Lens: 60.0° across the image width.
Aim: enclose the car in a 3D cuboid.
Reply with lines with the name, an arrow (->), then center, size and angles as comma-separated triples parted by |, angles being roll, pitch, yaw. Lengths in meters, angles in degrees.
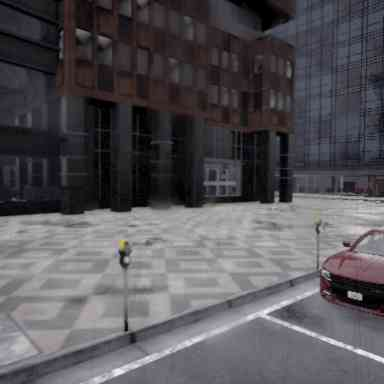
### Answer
car -> 4.306, 1.416, 6.851 | 4.507, 1.381, 1.887 | 0, 1, -42
